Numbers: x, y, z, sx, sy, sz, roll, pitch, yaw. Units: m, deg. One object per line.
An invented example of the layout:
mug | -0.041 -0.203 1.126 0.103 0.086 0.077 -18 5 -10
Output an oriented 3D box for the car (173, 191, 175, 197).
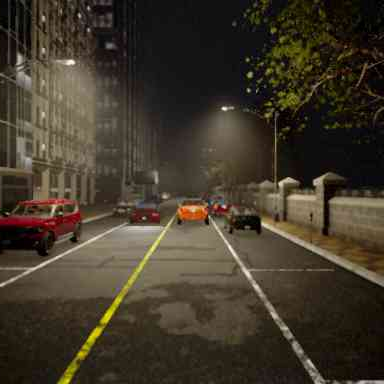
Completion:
car | -5.727 1.085 79.700 1.947 1.339 4.313 1 0 1

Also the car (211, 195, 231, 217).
car | 2.669 1.288 29.418 1.967 1.590 4.097 0 0 0

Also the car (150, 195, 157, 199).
car | -5.867 1.347 40.796 1.947 1.339 4.313 0 0 0

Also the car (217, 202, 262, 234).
car | 2.679 1.458 18.298 2.008 1.369 4.403 0 0 0

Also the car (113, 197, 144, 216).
car | -5.857 1.396 29.675 2.008 1.369 4.403 0 0 0

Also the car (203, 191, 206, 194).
car | 2.660 1.098 40.536 2.192 1.841 5.009 0 0 0

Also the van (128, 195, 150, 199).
van | -5.860 1.155 35.234 1.690 1.788 3.998 0 0 0

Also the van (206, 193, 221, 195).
van | 2.665 1.157 34.977 1.690 1.788 3.998 0 0 0

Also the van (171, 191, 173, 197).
van | -5.751 0.901 74.156 1.690 1.788 3.998 1 0 0

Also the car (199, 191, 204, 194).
car | 0.063 1.135 40.409 2.097 1.767 4.553 0 0 0

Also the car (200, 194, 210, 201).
car | 2.633 1.183 68.339 1.802 1.307 4.206 0 0 0

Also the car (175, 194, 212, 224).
car | 0.078 1.231 23.758 2.097 1.767 4.553 0 0 0

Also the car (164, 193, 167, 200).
car | -5.883 1.240 57.478 1.947 1.339 4.313 0 0 0

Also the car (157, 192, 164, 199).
car | -5.876 1.151 51.917 1.967 1.590 4.097 0 0 0

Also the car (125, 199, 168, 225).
car | -3.022 1.447 22.887 1.994 1.385 4.181 0 0 0

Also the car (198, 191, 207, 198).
car | 2.855 0.755 90.021 2.192 1.841 5.009 1 0 1

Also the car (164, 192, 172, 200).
car | -5.756 1.125 68.428 1.752 1.417 4.829 0 0 0

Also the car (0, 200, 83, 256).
car | -5.840 1.249 12.992 2.192 1.841 5.009 0 0 0
